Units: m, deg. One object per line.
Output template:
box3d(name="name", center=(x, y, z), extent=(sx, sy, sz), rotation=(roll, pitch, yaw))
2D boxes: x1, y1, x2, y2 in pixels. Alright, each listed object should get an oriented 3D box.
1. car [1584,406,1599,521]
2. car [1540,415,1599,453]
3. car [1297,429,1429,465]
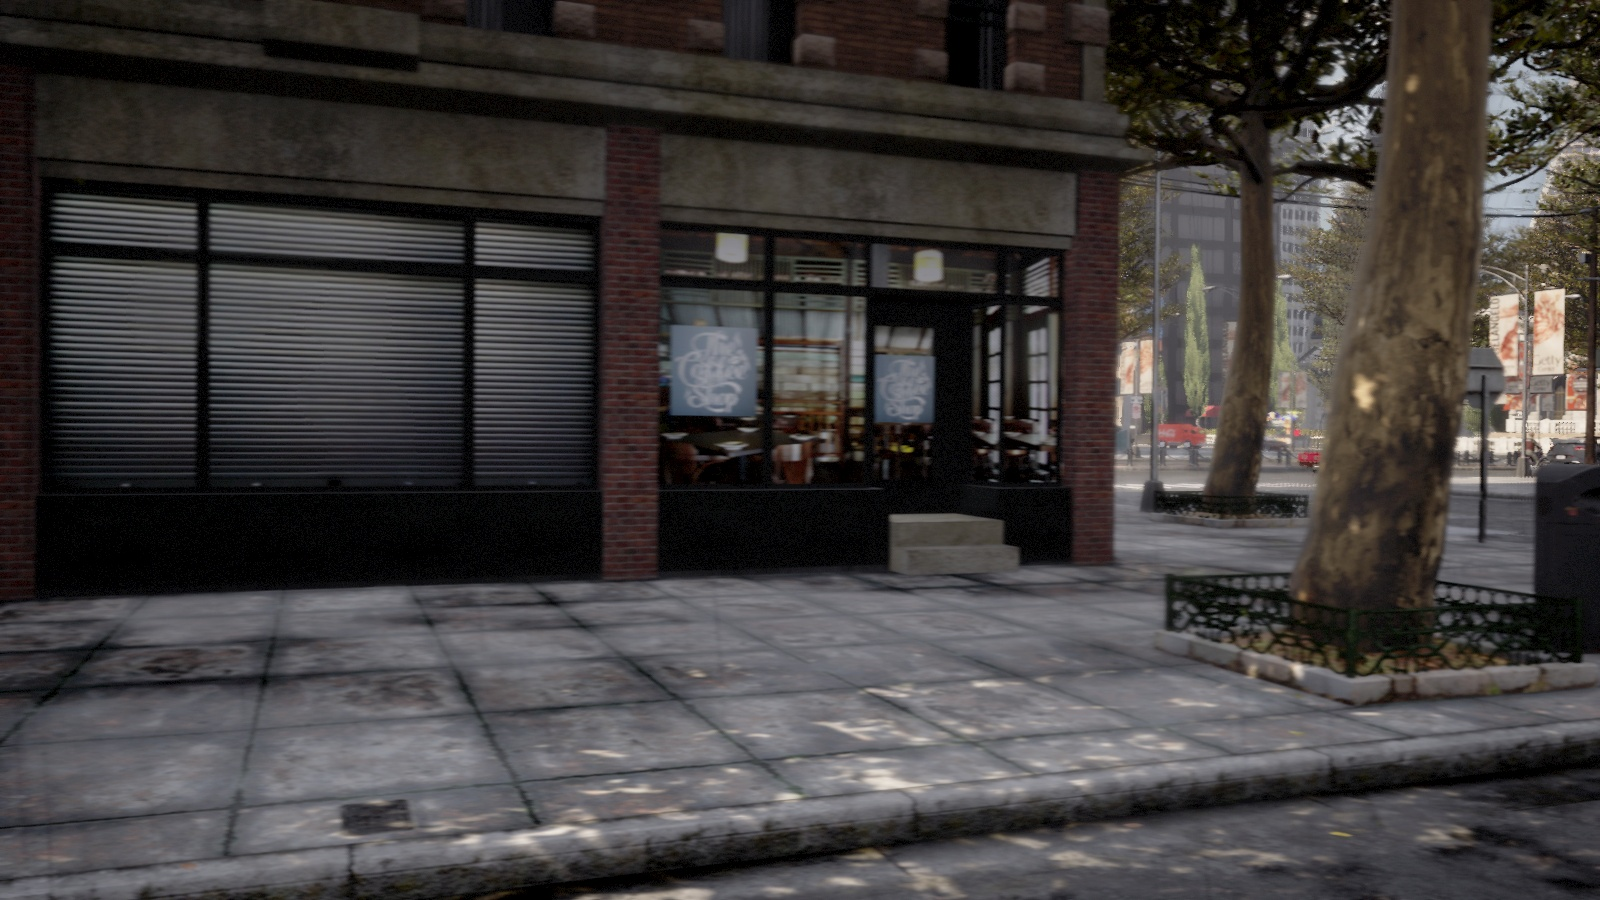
box3d(name="car", center=(14.082, 0.213, 17.923), extent=(2.097, 1.767, 4.553), rotation=(-1, 1, -22))
box3d(name="car", center=(36.880, -0.763, 57.829), extent=(5.027, 1.651, 2.152), rotation=(-1, 1, -21))
box3d(name="car", center=(21.701, -0.123, 48.380), extent=(4.718, 1.301, 1.895), rotation=(-1, 1, -22))
